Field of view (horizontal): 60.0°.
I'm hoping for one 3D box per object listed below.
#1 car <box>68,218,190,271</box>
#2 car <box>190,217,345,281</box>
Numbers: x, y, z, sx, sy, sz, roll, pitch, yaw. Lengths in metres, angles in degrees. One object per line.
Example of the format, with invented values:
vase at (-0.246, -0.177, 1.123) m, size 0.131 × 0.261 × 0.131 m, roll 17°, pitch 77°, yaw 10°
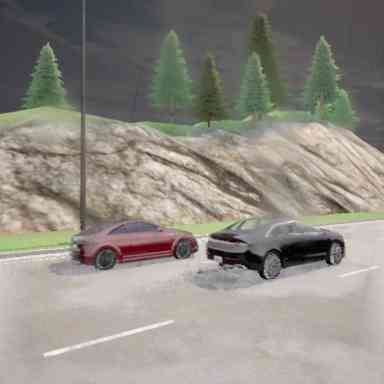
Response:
car at (-1.856, 1.564, 11.028) m, size 4.181 × 1.385 × 1.994 m, roll 0°, pitch 0°, yaw -36°
car at (2.634, 1.492, 9.937) m, size 4.902 × 1.511 × 2.128 m, roll 0°, pitch 0°, yaw -36°
